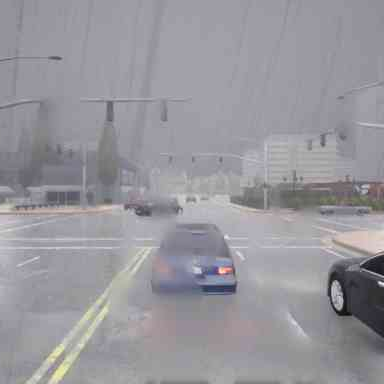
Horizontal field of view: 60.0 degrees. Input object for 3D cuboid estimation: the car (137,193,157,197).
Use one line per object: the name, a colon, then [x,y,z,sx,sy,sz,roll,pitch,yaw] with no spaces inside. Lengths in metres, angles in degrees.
car: [-7.260,1.221,51.870,2.150,2.045,5.566,0,0,0]

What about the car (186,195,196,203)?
car: [-0.198,1.354,72.143,2.097,1.767,4.553,0,0,0]

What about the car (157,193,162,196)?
car: [-7.264,1.352,61.797,2.097,1.767,4.553,0,0,0]

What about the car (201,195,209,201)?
car: [3.222,1.552,84.534,1.994,1.385,4.181,0,0,0]

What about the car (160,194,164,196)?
car: [-3.771,1.491,56.803,2.128,1.511,4.902,0,0,0]

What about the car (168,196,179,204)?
car: [-3.748,1.564,66.670,1.994,1.385,4.181,0,0,0]

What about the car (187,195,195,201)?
car: [-0.278,1.478,84.489,1.882,1.535,5.008,0,0,0]

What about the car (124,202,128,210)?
car: [-7.286,1.601,42.226,1.895,1.301,4.718,0,0,1]

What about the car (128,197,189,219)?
car: [-2.887,1.477,29.739,1.882,1.535,5.008,1,1,40]

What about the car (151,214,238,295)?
car: [0.054,1.547,8.855,2.033,1.411,5.357,0,0,0]

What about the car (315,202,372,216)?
car: [14.343,1.601,31.778,4.718,1.301,1.895,0,0,1]

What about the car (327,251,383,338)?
car: [3.547,1.505,4.610,1.837,1.490,4.892,0,0,0]
